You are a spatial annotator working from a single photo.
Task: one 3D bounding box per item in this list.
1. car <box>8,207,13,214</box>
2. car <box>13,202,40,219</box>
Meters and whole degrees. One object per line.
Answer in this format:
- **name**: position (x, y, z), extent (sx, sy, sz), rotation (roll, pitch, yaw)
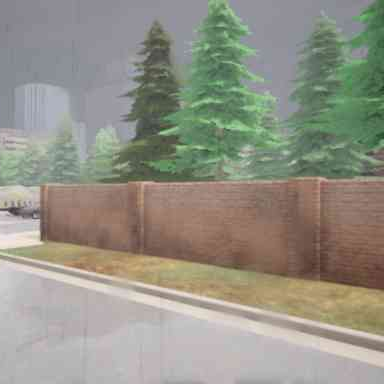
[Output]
- **car**: position (-14.818, 1.580, 31.801), extent (1.895, 1.301, 4.718), rotation (0, 0, 35)
- **car**: position (-12.550, 1.507, 28.944), extent (1.812, 1.442, 4.674), rotation (0, 0, 35)
